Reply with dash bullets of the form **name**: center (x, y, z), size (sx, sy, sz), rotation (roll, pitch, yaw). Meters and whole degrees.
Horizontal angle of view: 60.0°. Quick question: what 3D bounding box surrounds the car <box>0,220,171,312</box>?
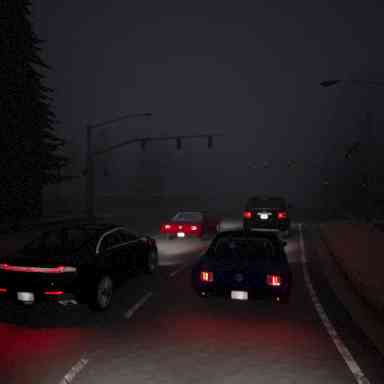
- **car**: center (-2.239, 1.491, 7.809), size (2.128, 1.511, 4.902), rotation (0, 0, 11)

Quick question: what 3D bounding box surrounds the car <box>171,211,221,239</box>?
- **car**: center (0.165, 1.600, 16.822), size (1.895, 1.301, 4.718), rotation (0, 0, 17)

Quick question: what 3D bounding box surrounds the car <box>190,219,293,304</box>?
- **car**: center (1.388, 1.600, 8.243), size (1.895, 1.301, 4.718), rotation (0, 0, 13)

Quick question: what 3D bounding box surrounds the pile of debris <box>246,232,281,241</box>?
- **pile of debris**: center (3.540, 2.175, 16.358), size (1.500, 0.140, 1.860), rotation (0, 0, 17)

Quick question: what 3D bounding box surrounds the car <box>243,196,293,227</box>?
- **car**: center (4.065, 1.221, 17.638), size (2.150, 2.045, 5.566), rotation (0, 0, 17)
